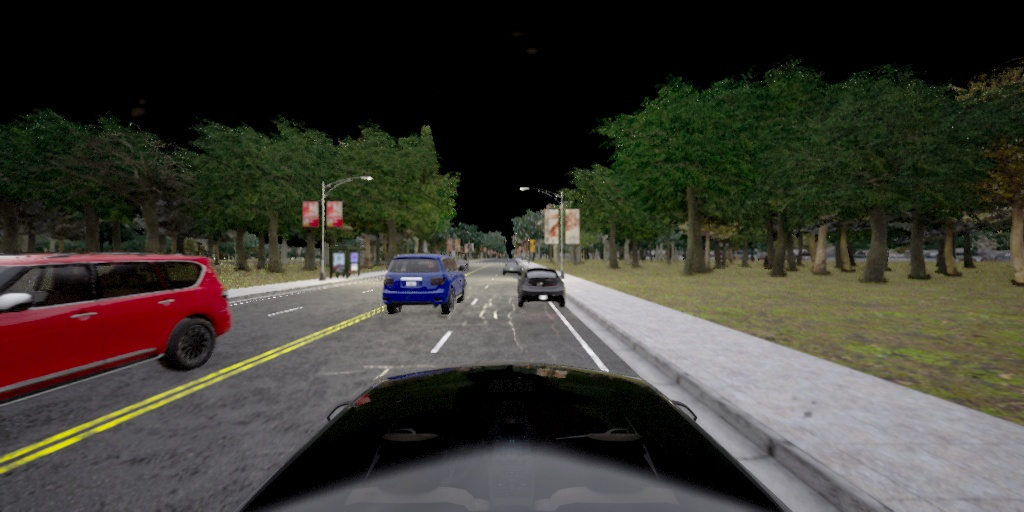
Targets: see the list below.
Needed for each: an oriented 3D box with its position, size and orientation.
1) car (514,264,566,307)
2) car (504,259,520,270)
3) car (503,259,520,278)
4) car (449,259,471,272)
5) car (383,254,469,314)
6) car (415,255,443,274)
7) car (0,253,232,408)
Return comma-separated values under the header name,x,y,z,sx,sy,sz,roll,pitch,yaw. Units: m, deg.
name,x,y,z,sx,sy,sz,roll,pitch,yaw
car,1.135,1.246,15.369,1.837,1.490,4.892,0,0,0
car,-0.002,1.214,51.174,2.128,1.511,4.902,0,0,0
car,0.025,1.292,39.099,1.994,1.385,4.181,0,0,2
car,-6.593,1.216,46.054,2.128,1.511,4.902,0,0,0
car,-3.152,0.963,13.889,2.150,2.045,5.566,0,0,0
car,-9.849,0.947,42.987,2.150,2.045,5.566,0,0,0
car,-6.596,0.970,4.757,2.150,2.045,5.566,0,0,0
